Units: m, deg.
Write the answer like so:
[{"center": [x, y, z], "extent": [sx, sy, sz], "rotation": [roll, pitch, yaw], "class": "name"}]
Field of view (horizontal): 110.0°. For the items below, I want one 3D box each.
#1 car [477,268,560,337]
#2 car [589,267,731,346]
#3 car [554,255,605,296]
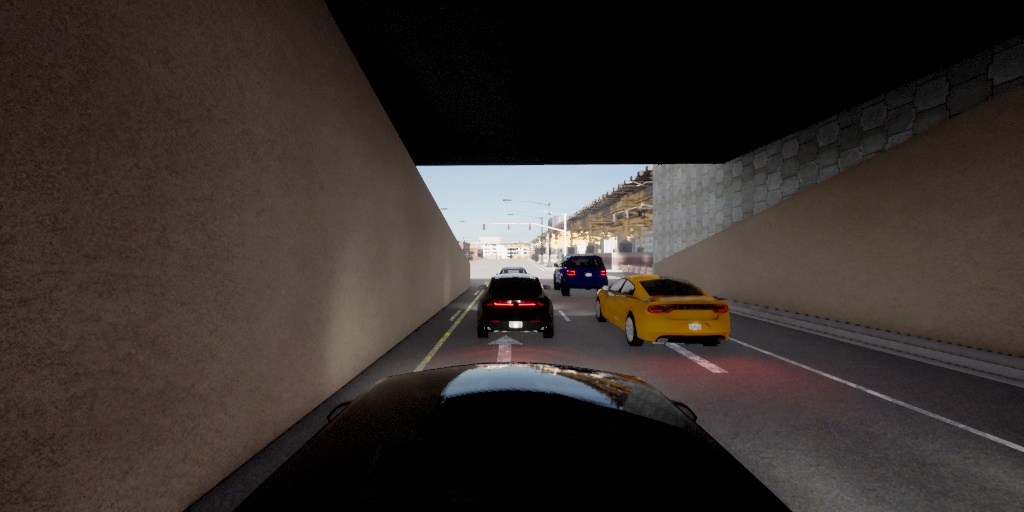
[{"center": [0.081, 1.255, 10.279], "extent": [1.837, 1.490, 4.892], "rotation": [0, 0, 0], "class": "car"}, {"center": [3.578, 1.228, 9.478], "extent": [1.882, 1.535, 5.008], "rotation": [0, 0, 0], "class": "car"}, {"center": [3.578, 0.971, 19.448], "extent": [2.150, 2.045, 5.566], "rotation": [0, 0, 0], "class": "car"}]
